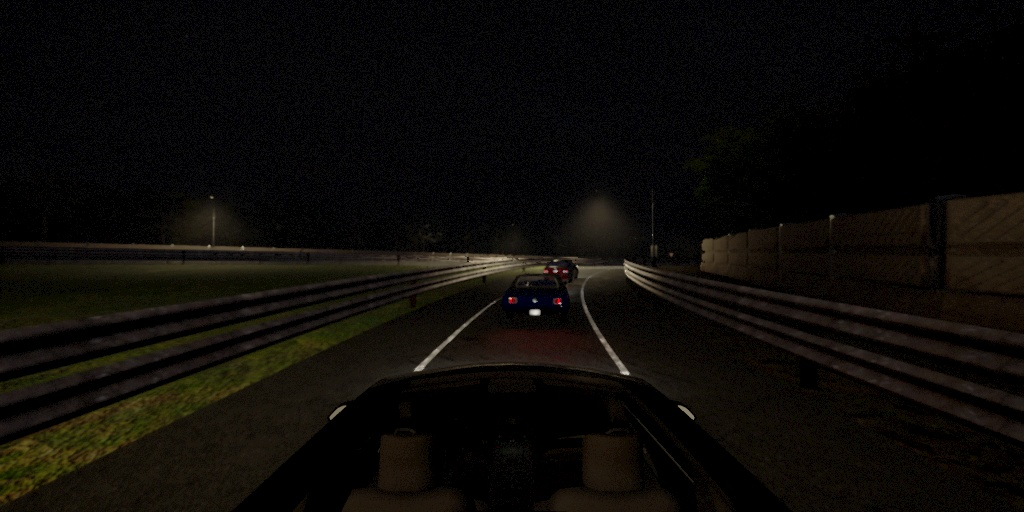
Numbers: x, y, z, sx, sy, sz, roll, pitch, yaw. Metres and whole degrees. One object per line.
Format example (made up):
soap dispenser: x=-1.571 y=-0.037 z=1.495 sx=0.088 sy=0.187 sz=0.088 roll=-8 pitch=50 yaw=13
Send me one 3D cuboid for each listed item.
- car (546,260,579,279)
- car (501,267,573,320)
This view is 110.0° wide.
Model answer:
car: x=3.375 y=0.950 z=24.411 sx=2.033 sy=1.411 sz=5.357 roll=0 pitch=1 yaw=17
car: x=0.898 y=1.216 z=11.964 sx=1.895 sy=1.301 sz=4.718 roll=0 pitch=1 yaw=7
